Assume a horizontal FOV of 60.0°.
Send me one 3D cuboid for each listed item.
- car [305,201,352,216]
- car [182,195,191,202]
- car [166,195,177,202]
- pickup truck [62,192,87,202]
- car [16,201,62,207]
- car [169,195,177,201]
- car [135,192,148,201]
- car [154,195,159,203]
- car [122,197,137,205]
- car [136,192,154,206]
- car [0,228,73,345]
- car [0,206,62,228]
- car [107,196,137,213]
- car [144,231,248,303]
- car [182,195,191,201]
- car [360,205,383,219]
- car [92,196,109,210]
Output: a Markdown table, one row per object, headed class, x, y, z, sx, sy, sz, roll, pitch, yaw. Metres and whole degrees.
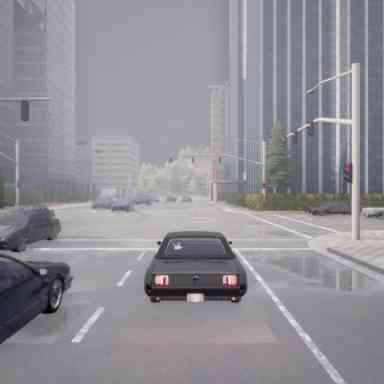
| class | x | y | z | sx | sy | sz | roll | pitch | yaw |
| --- | --- | --- | --- | --- | --- | --- | --- | --- | --- |
| car | 13.582 | 1.547 | 31.573 | 5.357 | 1.411 | 2.033 | 0 | 0 | -3 |
| car | -1.231 | 1.553 | 75.009 | 1.994 | 1.385 | 4.181 | 0 | 0 | -1 |
| car | -4.721 | 1.500 | 74.548 | 1.837 | 1.490 | 4.892 | 0 | 0 | -1 |
| pickup truck | -24.771 | 1.058 | 69.220 | 2.390 | 2.098 | 6.274 | 0 | 0 | 30 |
| car | -10.851 | 1.547 | 22.155 | 2.033 | 1.411 | 5.357 | 0 | 0 | -1 |
| car | -4.888 | 1.524 | 84.716 | 1.812 | 1.442 | 4.674 | 0 | 0 | -1 |
| car | -11.785 | 1.024 | 78.006 | 2.150 | 2.045 | 5.566 | 0 | 0 | -1 |
| car | -8.175 | 1.355 | 70.993 | 2.097 | 1.767 | 4.553 | 0 | 0 | -1 |
| car | -11.594 | 1.564 | 61.630 | 1.994 | 1.385 | 4.181 | 0 | 0 | -1 |
| car | -8.009 | 1.219 | 54.812 | 2.150 | 2.045 | 5.566 | 0 | 0 | 0 |
| car | -3.436 | 1.547 | 4.568 | 2.033 | 1.411 | 5.357 | 0 | 0 | 0 |
| car | -7.176 | 1.547 | 13.861 | 2.033 | 1.411 | 5.357 | 0 | 0 | -1 |
| car | -7.713 | 1.477 | 37.186 | 1.882 | 1.535 | 5.008 | 0 | 0 | -1 |
| car | 0.066 | 1.601 | 8.164 | 1.895 | 1.301 | 4.718 | 0 | 0 | 0 |
| car | -1.389 | 1.540 | 84.784 | 2.033 | 1.411 | 5.357 | 0 | 0 | -1 |
| car | 16.937 | 1.601 | 28.066 | 4.718 | 1.301 | 1.895 | 0 | 0 | 0 |
| car | -11.329 | 1.352 | 42.794 | 2.097 | 1.767 | 4.553 | 0 | 0 | -1 |
